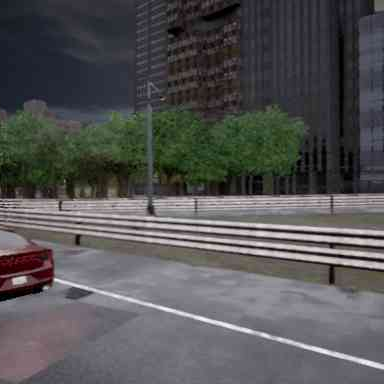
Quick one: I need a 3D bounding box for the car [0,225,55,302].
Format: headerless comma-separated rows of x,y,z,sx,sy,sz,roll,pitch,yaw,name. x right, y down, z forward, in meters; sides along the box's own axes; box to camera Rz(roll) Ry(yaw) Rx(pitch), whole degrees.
-5.187,1.478,7.628,5.008,1.535,1.882,0,0,36,car
